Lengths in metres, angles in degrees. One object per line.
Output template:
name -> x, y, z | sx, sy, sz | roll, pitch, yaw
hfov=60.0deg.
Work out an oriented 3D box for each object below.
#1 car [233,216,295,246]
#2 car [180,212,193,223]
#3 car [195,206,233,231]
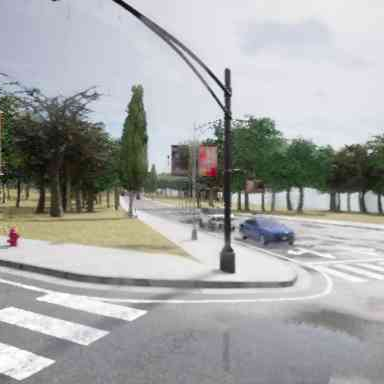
car -> 4.513, 2.340, 20.733 | 1.882, 1.535, 5.008 | 0, -1, -13
car -> -0.174, 3.046, 40.364 | 1.895, 1.301, 4.718 | 0, -2, -13
car -> 2.188, 2.360, 30.463 | 2.150, 2.045, 5.566 | 0, -2, -13
